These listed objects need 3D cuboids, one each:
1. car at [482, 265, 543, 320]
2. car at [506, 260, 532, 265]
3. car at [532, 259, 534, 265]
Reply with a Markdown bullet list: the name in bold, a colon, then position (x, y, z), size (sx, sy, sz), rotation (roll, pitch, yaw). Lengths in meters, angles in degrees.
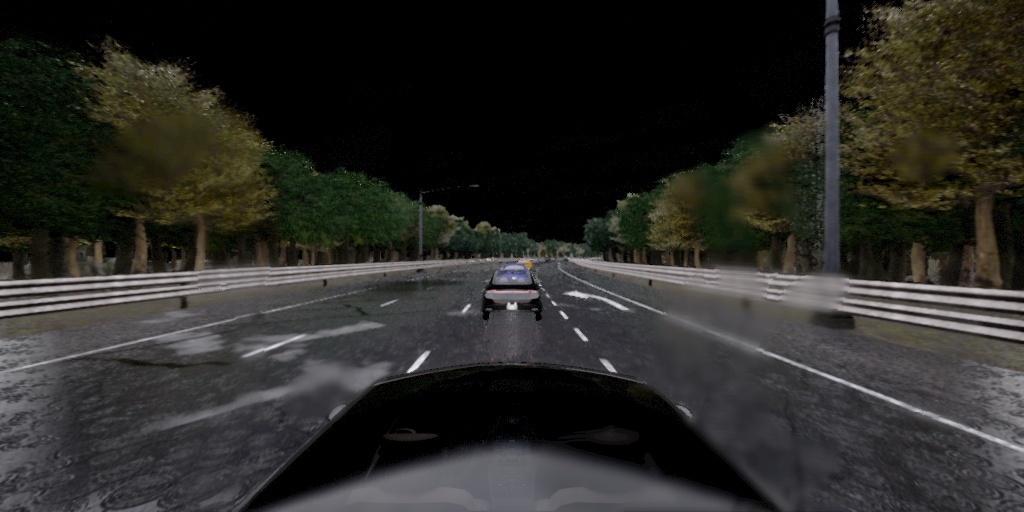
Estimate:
- **car**: position (0.017, 1.243, 12.617), size (2.128, 1.511, 4.902), rotation (0, 0, 0)
- **car**: position (0.244, 1.250, 25.110), size (1.882, 1.535, 5.008), rotation (0, 0, 2)
- **car**: position (1.893, 1.260, 52.565), size (1.882, 1.535, 5.008), rotation (0, 0, 5)
